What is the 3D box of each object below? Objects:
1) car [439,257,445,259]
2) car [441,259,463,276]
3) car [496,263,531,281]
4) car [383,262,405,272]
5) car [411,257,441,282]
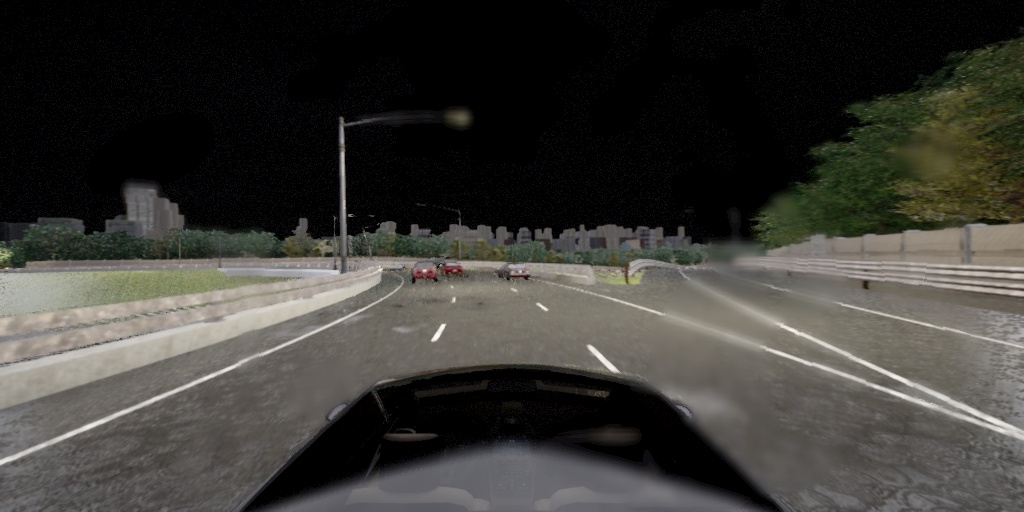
[{"bbox_3d":[-12.721,1.237,59.567,2.150,2.045,5.566,-1,0,-34],"label":"car"},{"bbox_3d":[-6.827,1.372,39.805,1.882,1.535,5.008,-1,0,-21],"label":"car"},{"bbox_3d":[0.003,1.306,30.216,2.033,1.411,5.357,-1,0,-15],"label":"car"},{"bbox_3d":[-18.488,1.726,55.610,1.895,1.301,4.718,-1,0,-34],"label":"car"},{"bbox_3d":[-7.809,1.264,31.698,2.097,1.767,4.553,-1,0,-16],"label":"car"}]
